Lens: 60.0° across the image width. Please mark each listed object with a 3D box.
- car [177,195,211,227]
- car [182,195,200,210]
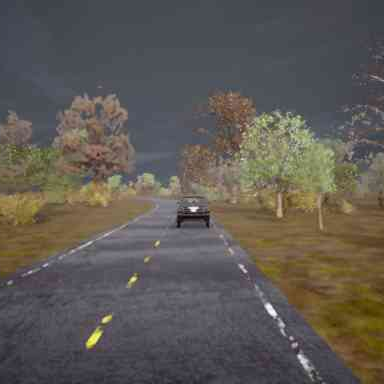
[{"bbox_3d":[0.105,1.218,23.021,2.150,2.045,5.566,0,0,0],"label":"car"},{"bbox_3d":[-0.169,1.336,42.495,2.097,1.767,4.553,0,0,-2],"label":"car"}]
